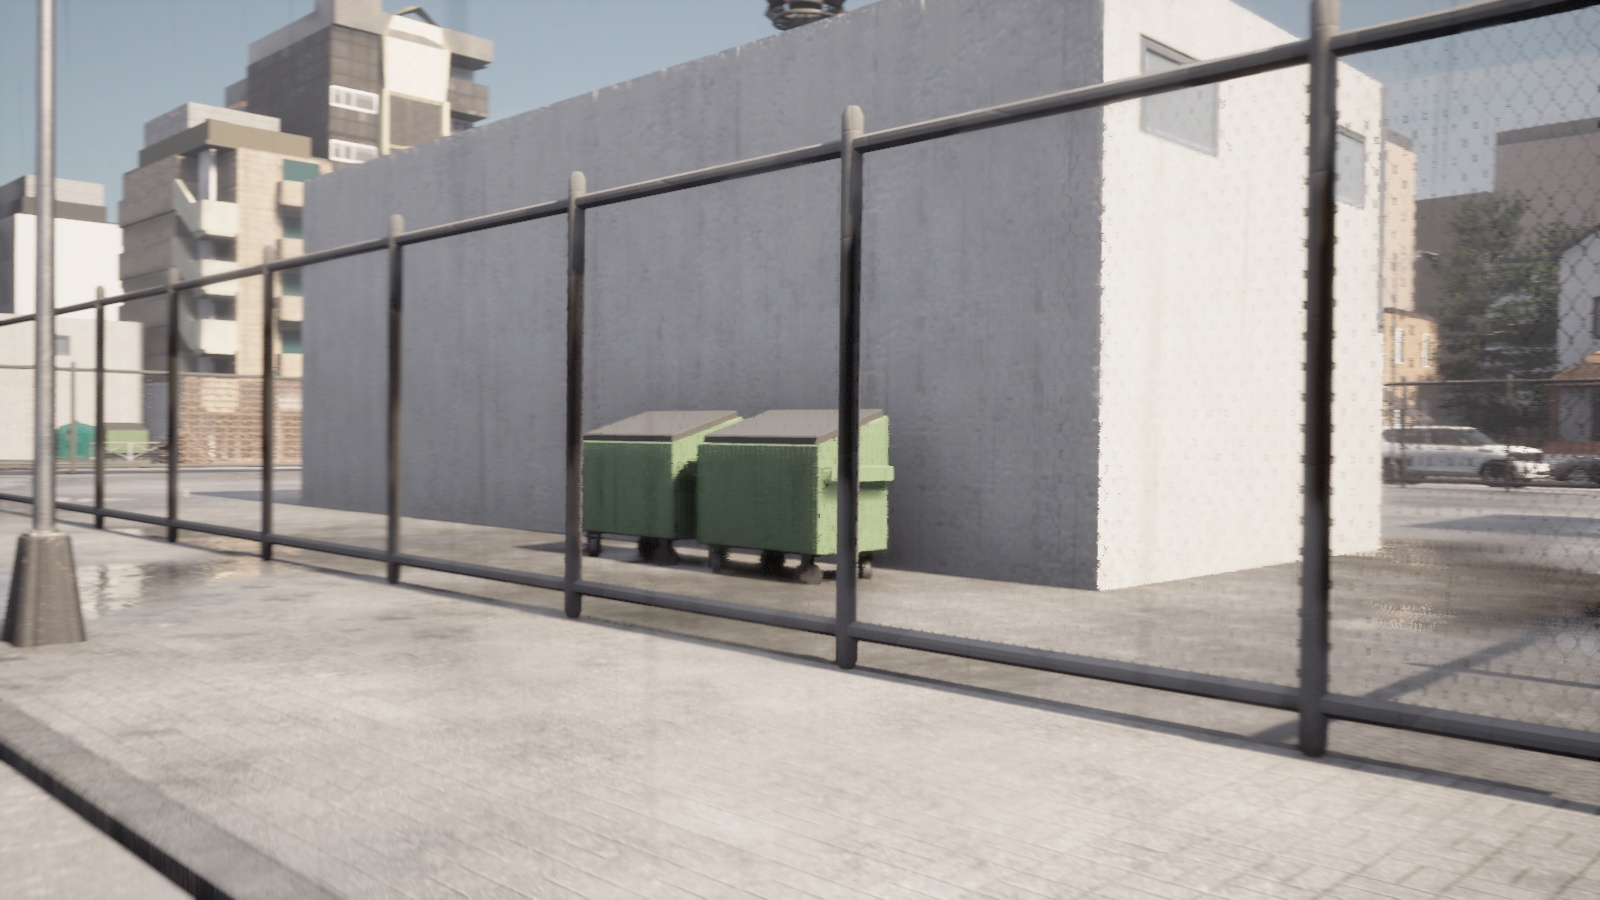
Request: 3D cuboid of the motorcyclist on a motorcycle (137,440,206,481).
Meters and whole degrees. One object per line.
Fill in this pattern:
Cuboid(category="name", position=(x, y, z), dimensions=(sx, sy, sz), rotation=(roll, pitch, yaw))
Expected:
Cuboid(category="motorcyclist on a motorcycle", position=(-24.116, 0.387, 48.190), dimensions=(0.866, 1.530, 2.191), rotation=(0, 1, 44))

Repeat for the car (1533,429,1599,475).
Cuboid(category="car", position=(27.260, 0.048, 41.538), dimensions=(4.892, 1.490, 1.837), rotation=(0, 1, 44))

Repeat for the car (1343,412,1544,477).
Cuboid(category="car", position=(21.325, -0.196, 41.809), dimensions=(2.150, 2.045, 5.566), rotation=(-1, 1, -43))
